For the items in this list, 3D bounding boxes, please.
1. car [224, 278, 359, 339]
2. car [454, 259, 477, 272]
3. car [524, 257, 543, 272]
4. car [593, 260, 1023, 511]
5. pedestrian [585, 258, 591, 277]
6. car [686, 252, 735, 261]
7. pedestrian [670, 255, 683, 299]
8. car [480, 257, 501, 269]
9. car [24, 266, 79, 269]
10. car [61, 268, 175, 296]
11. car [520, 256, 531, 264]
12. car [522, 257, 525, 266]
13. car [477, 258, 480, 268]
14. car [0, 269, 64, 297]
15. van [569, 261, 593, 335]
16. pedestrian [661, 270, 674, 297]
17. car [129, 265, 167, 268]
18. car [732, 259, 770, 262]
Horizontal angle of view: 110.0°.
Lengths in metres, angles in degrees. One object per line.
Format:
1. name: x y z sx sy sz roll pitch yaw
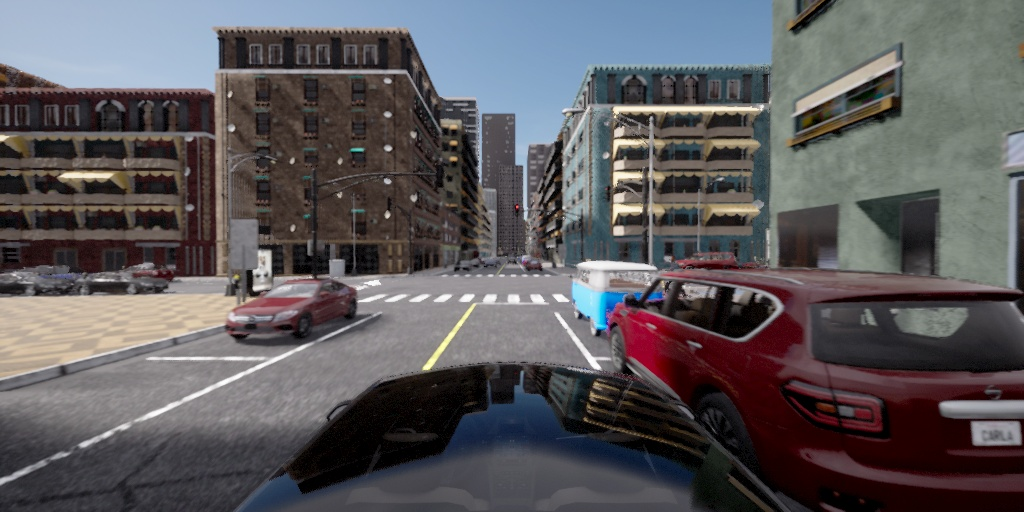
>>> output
1. car: -5.691 1.292 9.908 1.802 1.307 4.207 0 0 0
2. car: -5.686 1.124 42.313 1.948 1.339 4.313 0 0 0
3. car: 2.695 1.140 42.299 1.802 1.307 4.207 0 0 0
4. car: 2.689 1.052 4.378 2.192 1.841 5.009 0 0 0
5. pedestrian: 3.365 0.976 15.659 0.375 1.860 0.375 0 1 0
6. car: 15.776 0.647 29.456 5.009 1.841 2.192 0 0 0
7. pedestrian: 6.794 0.830 15.057 0.375 1.860 0.375 0 1 0
8. car: -3.054 1.063 51.901 2.033 1.411 5.357 0 0 0
9. car: -29.283 1.413 23.345 4.553 1.767 2.097 -1 1 0
10. car: -22.391 1.546 20.681 4.403 1.370 2.007 0 0 0
11. car: 2.698 1.032 58.869 1.888 1.381 4.507 0 0 0
12. car: 2.696 1.099 47.823 1.948 1.339 4.313 0 0 0
13. car: -5.684 1.076 53.360 1.948 1.339 4.313 0 0 0
14. car: -27.960 1.627 20.642 4.403 1.370 2.007 0 0 0
15. van: 2.690 1.051 9.905 1.690 1.789 3.998 0 0 0
16. pedestrian: 6.110 1.208 14.462 0.500 1.100 0.500 0 1 0
17. car: -30.257 1.441 29.265 4.097 1.591 1.967 0 0 0
18. car: 15.796 1.004 21.076 4.313 1.339 1.948 0 0 0
